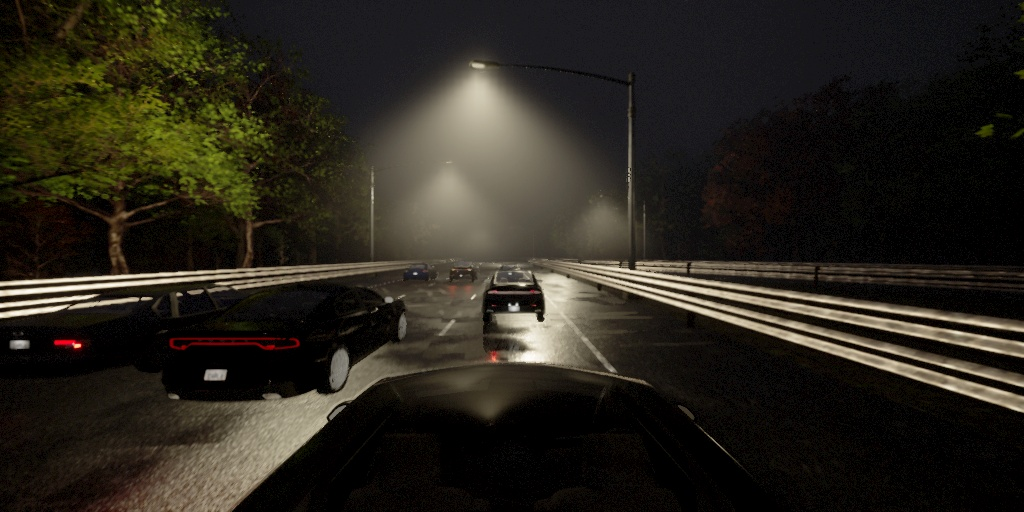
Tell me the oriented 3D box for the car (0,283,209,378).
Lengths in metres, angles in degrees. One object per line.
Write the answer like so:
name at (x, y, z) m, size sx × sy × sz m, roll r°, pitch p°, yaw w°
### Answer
car at (-6.925, 1.283, 7.545) m, size 2.033 × 1.411 × 5.357 m, roll 0°, pitch 0°, yaw 0°

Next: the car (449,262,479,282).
car at (-3.666, 1.183, 27.915) m, size 2.128 × 1.511 × 4.902 m, roll 0°, pitch 0°, yaw -1°

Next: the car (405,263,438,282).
car at (-7.178, 1.256, 28.507) m, size 1.994 × 1.385 × 4.181 m, roll 0°, pitch 0°, yaw -1°

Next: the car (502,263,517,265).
car at (-0.177, 1.253, 28.559) m, size 1.994 × 1.385 × 4.181 m, roll 0°, pitch 0°, yaw -1°

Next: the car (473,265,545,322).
car at (0.040, 1.213, 12.230) m, size 2.128 × 1.511 × 4.902 m, roll 0°, pitch 0°, yaw 0°

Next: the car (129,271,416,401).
car at (-3.430, 1.215, 6.614) m, size 1.882 × 1.535 × 5.008 m, roll 0°, pitch 0°, yaw 0°
